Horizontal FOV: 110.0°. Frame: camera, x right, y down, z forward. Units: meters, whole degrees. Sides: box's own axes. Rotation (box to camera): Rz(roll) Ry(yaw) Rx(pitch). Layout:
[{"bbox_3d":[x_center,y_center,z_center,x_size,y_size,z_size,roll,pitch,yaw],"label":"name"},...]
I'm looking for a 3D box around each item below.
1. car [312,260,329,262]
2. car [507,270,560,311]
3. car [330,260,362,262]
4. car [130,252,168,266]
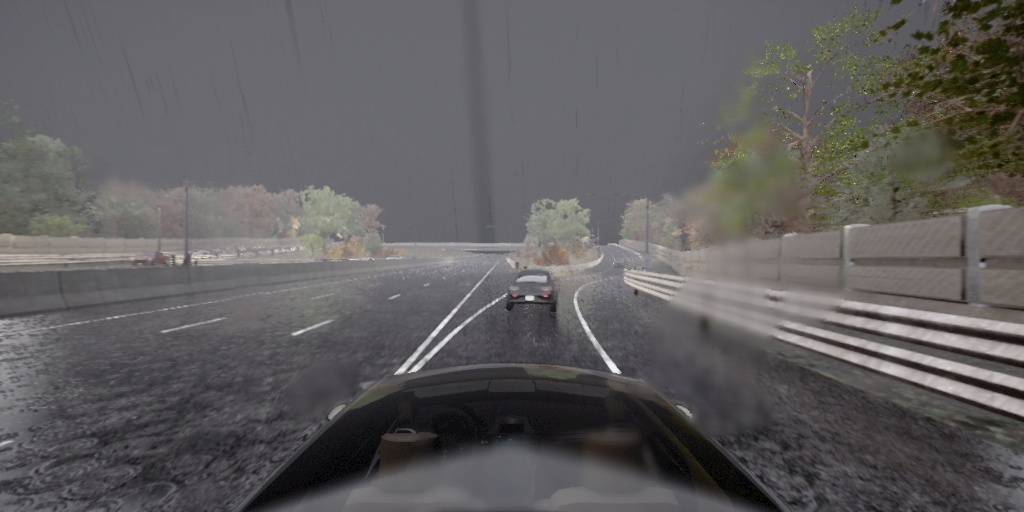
[{"bbox_3d":[-25.703,1.182,48.089,2.033,1.411,5.357,0,0,-1],"label":"car"},{"bbox_3d":[0.930,1.295,14.540,1.812,1.442,4.674,0,-1,8],"label":"car"},{"bbox_3d":[-22.210,1.252,48.228,1.895,1.301,4.718,0,0,-1],"label":"car"},{"bbox_3d":[-43.745,0.284,43.273,2.097,1.767,4.553,0,1,-25],"label":"car"}]
